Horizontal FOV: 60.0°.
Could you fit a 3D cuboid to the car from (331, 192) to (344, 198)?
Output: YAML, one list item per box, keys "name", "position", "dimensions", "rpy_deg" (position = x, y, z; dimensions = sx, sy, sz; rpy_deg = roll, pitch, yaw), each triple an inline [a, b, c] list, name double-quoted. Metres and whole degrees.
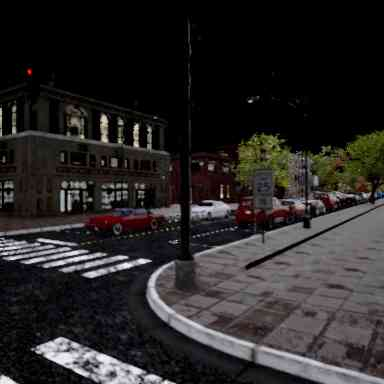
- name: "car"
  position: [35.169, 0.709, 80.438]
  dimensions: [2.008, 1.369, 4.403]
  rpy_deg: [1, 1, 34]

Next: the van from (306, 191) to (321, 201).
- name: "van"
  position: [22.641, 0.762, 62.142]
  dimensions: [1.690, 1.788, 3.998]
  rpy_deg: [1, 1, 34]

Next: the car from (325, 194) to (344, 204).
- name: "car"
  position: [21.783, 1.037, 50.837]
  dimensions: [1.812, 1.442, 4.674]
  rpy_deg: [0, 1, 34]

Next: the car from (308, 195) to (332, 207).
- name: "car"
  position: [16.787, 1.140, 43.443]
  dimensions: [1.812, 1.442, 4.674]
  rpy_deg: [0, 1, 35]

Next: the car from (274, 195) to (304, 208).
- name: "car"
  position: [12.567, 1.209, 42.798]
  dimensions: [2.033, 1.411, 5.357]
  rpy_deg: [0, 0, 35]

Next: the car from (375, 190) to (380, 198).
- name: "car"
  position: [35.922, 0.778, 66.706]
  dimensions: [1.752, 1.417, 4.829]
  rpy_deg: [1, 1, 34]

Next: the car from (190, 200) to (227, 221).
- name: "car"
  position: [1.430, 1.412, 26.606]
  dimensions: [1.812, 1.442, 4.674]
  rpy_deg: [0, 1, 34]

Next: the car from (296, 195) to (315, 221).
- name: "car"
  position: [7.639, 1.273, 25.406]
  dimensions: [1.967, 1.590, 4.097]
  rpy_deg: [1, 1, 34]

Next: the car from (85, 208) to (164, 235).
- name: "car"
  position: [-3.739, 1.591, 19.053]
  dimensions: [1.895, 1.301, 4.718]
  rpy_deg: [0, 0, 34]

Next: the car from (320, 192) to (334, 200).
- name: "car"
  position: [28.906, 0.730, 71.290]
  dimensions: [1.967, 1.590, 4.097]
  rpy_deg: [1, 1, 34]

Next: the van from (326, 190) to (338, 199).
- name: "van"
  position: [32.037, 0.566, 75.861]
  dimensions: [1.690, 1.788, 3.998]
  rpy_deg: [1, 1, 34]

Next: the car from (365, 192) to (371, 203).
- name: "car"
  position: [25.491, 0.827, 50.746]
  dimensions: [2.097, 1.767, 4.553]
  rpy_deg: [0, 1, 34]

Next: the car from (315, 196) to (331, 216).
- name: "car"
  position: [10.771, 1.321, 29.982]
  dimensions: [2.008, 1.369, 4.403]
  rpy_deg: [1, 1, 34]

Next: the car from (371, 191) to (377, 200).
- name: "car"
  position: [32.694, 0.902, 61.994]
  dimensions: [1.802, 1.307, 4.206]
  rpy_deg: [1, 1, 34]

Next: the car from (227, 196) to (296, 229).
- name: "car"
  position: [4.506, 1.211, 20.832]
  dimensions: [2.192, 1.841, 5.009]
  rpy_deg: [1, 1, 34]

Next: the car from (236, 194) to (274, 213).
- name: "car"
  position: [6.544, 1.135, 34.061]
  dimensions: [2.097, 1.767, 4.553]
  rpy_deg: [0, 0, 35]

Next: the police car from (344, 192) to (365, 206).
- name: "police car"
  position: [21.633, 0.979, 45.074]
  dimensions: [1.930, 1.638, 5.238]
  rpy_deg: [0, 1, 34]

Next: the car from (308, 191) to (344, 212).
- name: "car"
  position: [13.903, 1.022, 34.552]
  dimensions: [2.192, 1.841, 5.009]
  rpy_deg: [1, 1, 34]

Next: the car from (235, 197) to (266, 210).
- name: "car"
  position: [6.982, 1.308, 39.281]
  dimensions: [1.947, 1.339, 4.313]
  rpy_deg: [1, 1, 34]
